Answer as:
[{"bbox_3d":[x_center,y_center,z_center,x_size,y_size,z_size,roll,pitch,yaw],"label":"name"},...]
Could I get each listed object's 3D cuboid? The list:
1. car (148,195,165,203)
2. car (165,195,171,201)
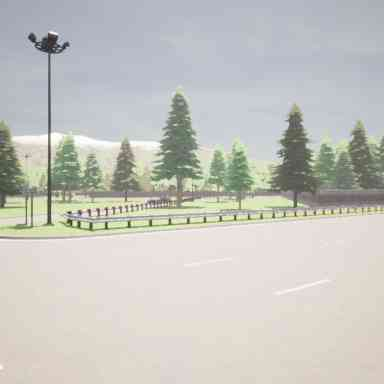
[{"bbox_3d":[-6.593,1.601,59.934,1.895,1.301,4.718,0,0,5],"label":"car"},{"bbox_3d":[-5.645,1.351,69.772,2.097,1.767,4.553,0,0,5],"label":"car"}]
